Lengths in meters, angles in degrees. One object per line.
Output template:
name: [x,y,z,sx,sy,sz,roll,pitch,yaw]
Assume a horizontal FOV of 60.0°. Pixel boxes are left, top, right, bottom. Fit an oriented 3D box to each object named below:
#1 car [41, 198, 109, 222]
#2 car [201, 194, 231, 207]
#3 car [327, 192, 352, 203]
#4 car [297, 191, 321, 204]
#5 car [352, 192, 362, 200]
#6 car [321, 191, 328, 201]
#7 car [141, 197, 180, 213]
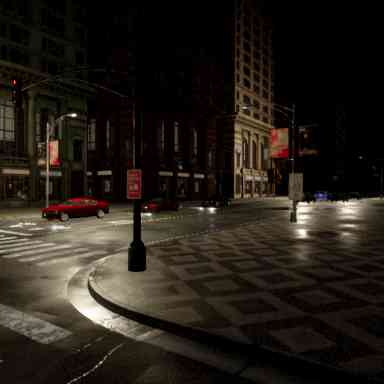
car: [-8.379,1.231,24.233,1.882,1.535,5.008,0,1,35]
car: [3.020,1.009,40.268,1.837,1.490,4.892,0,1,35]
car: [22.370,0.835,50.351,1.812,1.442,4.674,0,1,36]
car: [16.189,0.862,47.265,2.128,1.511,4.902,0,1,35]
car: [29.524,0.677,60.429,1.812,1.442,4.674,0,1,35]
car: [22.030,0.594,55.492,2.097,1.767,4.553,0,1,36]
car: [-3.014,1.199,31.783,1.994,1.385,4.181,0,1,36]
